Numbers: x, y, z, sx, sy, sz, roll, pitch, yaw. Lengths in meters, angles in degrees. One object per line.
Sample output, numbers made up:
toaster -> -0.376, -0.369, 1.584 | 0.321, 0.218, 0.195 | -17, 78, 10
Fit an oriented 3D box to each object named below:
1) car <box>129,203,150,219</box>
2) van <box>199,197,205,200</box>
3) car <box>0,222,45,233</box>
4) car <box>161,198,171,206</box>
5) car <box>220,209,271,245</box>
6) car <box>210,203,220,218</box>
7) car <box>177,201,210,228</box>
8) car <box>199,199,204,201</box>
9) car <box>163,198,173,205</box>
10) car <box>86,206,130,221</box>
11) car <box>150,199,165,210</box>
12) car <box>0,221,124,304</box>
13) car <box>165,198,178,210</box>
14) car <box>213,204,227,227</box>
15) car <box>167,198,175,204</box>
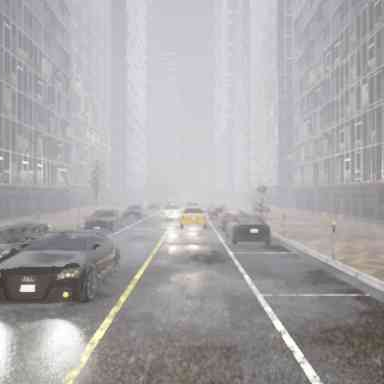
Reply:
car -> -5.696, 1.900, 33.511 | 1.947, 1.339, 4.313 | 0, -1, 0
van -> 2.679, 2.177, 90.432 | 1.690, 1.788, 3.998 | 0, 0, 0
car -> -5.694, 1.677, 10.743 | 1.947, 1.339, 4.313 | 0, -1, 0
car -> -5.700, 2.133, 73.357 | 1.967, 1.590, 4.097 | 0, 0, 0
car -> 2.686, 1.734, 16.427 | 1.947, 1.339, 4.313 | 0, -1, 0
car -> 2.685, 1.916, 33.504 | 1.802, 1.307, 4.206 | 0, -1, 0
car -> 0.099, 1.699, 24.047 | 1.801, 1.575, 5.366 | 0, 0, 0
car -> 0.096, 1.960, 41.735 | 2.033, 1.411, 5.357 | 0, -1, 0
car -> -5.701, 2.181, 79.049 | 1.967, 1.590, 4.097 | 0, 0, 0
car -> -5.695, 1.790, 22.127 | 1.947, 1.339, 4.313 | 0, -1, 0
car -> -5.698, 2.039, 50.587 | 1.887, 1.381, 4.507 | 0, -1, 0
car -> -3.100, 1.650, 8.274 | 1.994, 1.385, 4.181 | 0, -1, 0
car -> -3.081, 2.062, 50.923 | 1.994, 1.385, 4.181 | 0, -1, 0
car -> 2.686, 1.768, 22.120 | 1.887, 1.381, 4.507 | 0, -1, 0
car -> -5.702, 2.387, 90.433 | 2.008, 1.369, 4.403 | 0, 0, 0
